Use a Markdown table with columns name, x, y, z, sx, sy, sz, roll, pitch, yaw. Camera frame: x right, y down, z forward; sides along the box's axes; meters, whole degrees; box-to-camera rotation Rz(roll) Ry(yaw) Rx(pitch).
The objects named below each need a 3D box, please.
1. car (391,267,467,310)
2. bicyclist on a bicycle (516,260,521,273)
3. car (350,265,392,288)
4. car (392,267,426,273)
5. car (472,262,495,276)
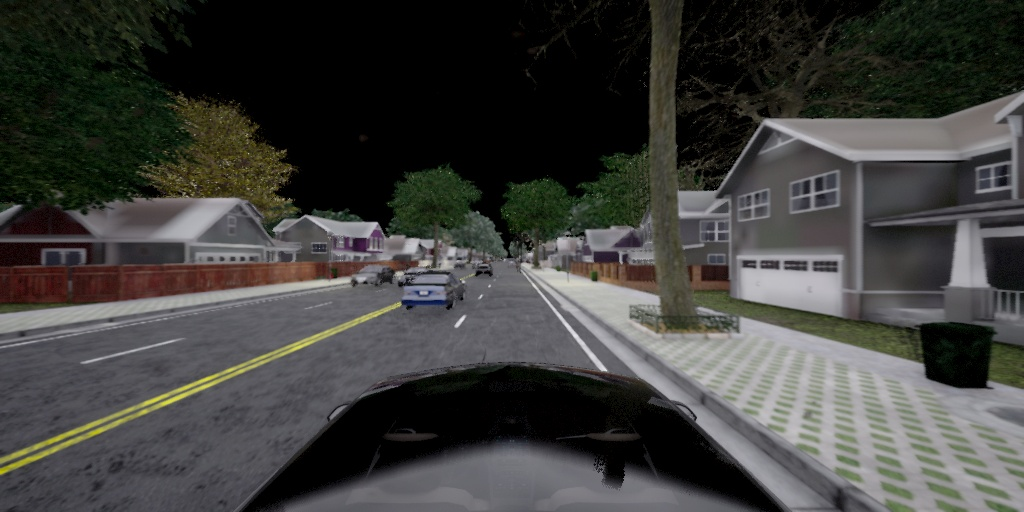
| name | x | y | z | sx | sy | sz | roll | pitch | yaw |
| --- | --- | --- | --- | --- | --- | --- | --- | --- | --- |
| car | -3.144 | 1.383 | 15.283 | 2.033 | 1.411 | 5.357 | 0 | 0 | 0 |
| bicyclist on a bicycle | 0.914 | 1.580 | 49.366 | 0.582 | 1.620 | 1.656 | 0 | -1 | 0 |
| car | -9.838 | 1.408 | 25.761 | 2.128 | 1.511 | 4.902 | 0 | 0 | 0 |
| car | -6.588 | 1.477 | 25.301 | 1.994 | 1.385 | 4.181 | 0 | 0 | 0 |
| car | -3.131 | 1.560 | 41.484 | 1.837 | 1.490 | 4.892 | 0 | -1 | 0 |
